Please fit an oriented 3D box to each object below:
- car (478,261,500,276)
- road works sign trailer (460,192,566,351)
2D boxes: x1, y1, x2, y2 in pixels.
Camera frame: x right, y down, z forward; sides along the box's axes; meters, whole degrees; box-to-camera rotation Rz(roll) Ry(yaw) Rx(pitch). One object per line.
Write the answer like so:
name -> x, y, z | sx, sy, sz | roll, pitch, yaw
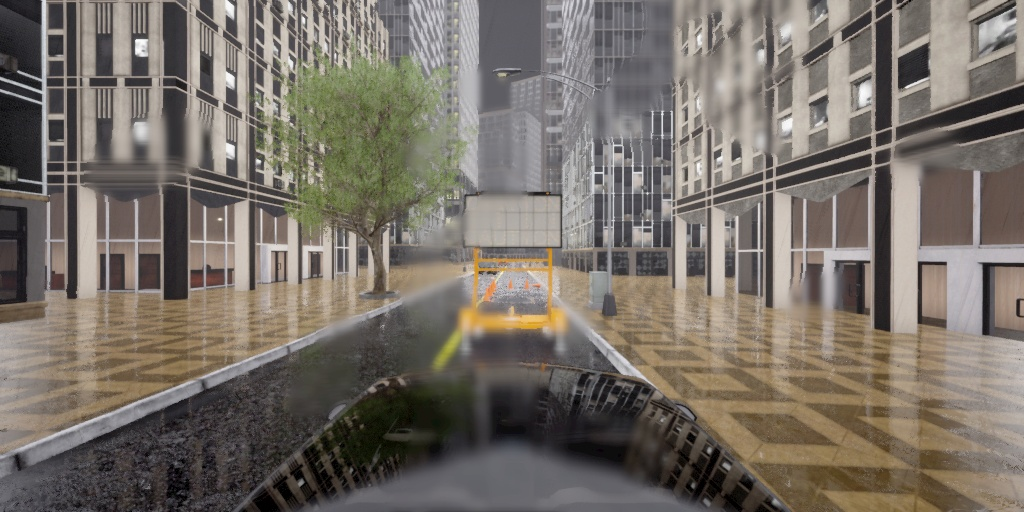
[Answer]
car -> -2.709, 1.127, 37.743 | 2.097, 1.767, 4.553 | 0, 0, 0
road works sign trailer -> 0.032, 0.214, 8.949 | 2.380, 3.560, 2.880 | 0, 0, 0
